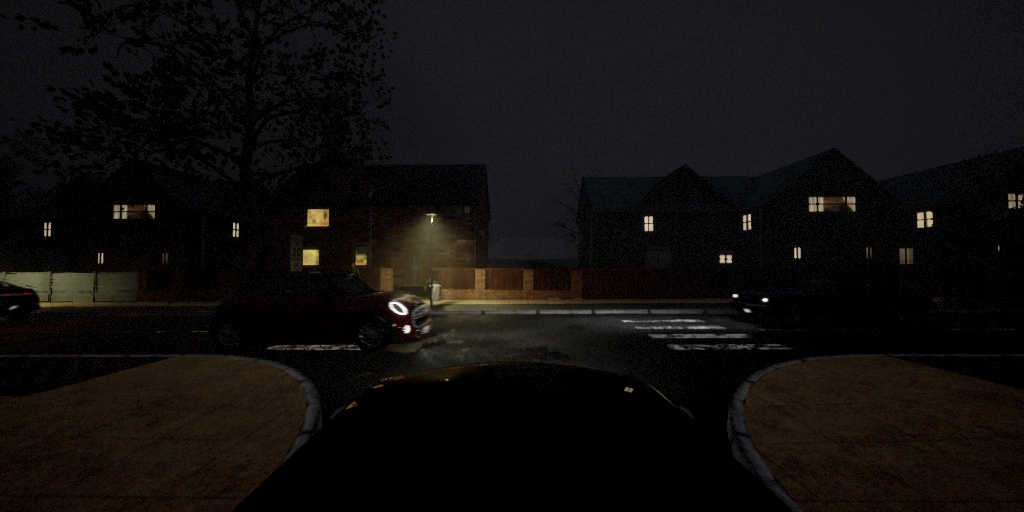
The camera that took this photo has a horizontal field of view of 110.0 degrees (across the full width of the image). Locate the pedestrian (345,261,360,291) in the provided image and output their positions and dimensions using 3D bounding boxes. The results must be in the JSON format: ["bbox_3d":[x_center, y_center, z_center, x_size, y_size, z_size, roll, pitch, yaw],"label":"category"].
[{"bbox_3d":[-6.452,1.113,14.431,0.375,1.860,0.375,0,-1,2],"label":"pedestrian"}]

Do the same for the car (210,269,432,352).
[{"bbox_3d":[-4.275,1.151,8.497,4.553,1.767,2.097,-1,-1,2],"label":"car"}]

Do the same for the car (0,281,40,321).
[{"bbox_3d":[-18.861,1.519,11.897,4.902,1.511,2.128,-1,-1,2],"label":"car"}]

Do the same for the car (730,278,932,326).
[{"bbox_3d":[9.486,1.352,11.016,4.718,1.301,1.895,0,-1,2],"label":"car"}]
